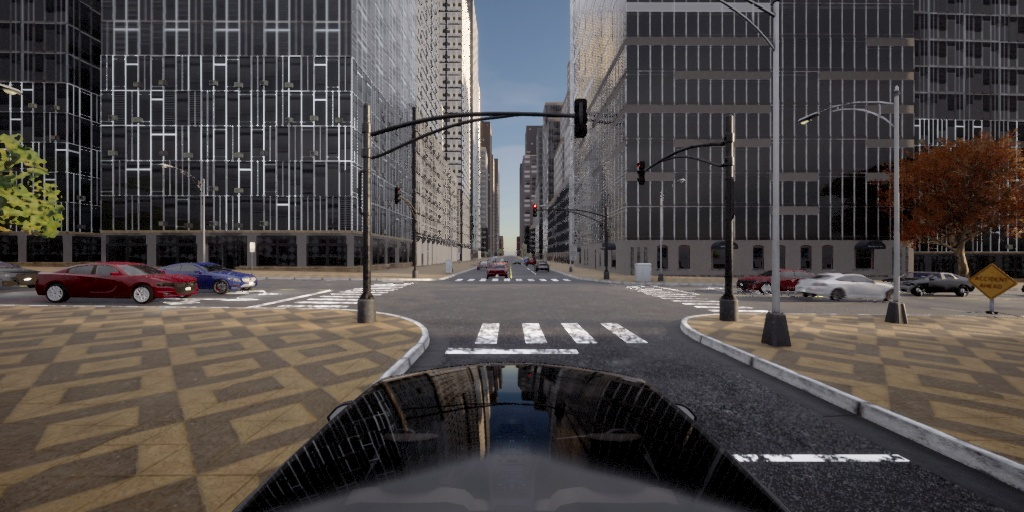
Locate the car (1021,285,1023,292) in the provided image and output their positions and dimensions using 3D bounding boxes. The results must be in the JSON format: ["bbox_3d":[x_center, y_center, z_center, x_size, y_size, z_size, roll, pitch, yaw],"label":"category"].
[{"bbox_3d":[36.279,1.932,23.269,4.892,1.490,1.837,1,0,-3],"label":"car"}]

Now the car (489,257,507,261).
[{"bbox_3d":[-1.622,1.114,48.022,2.097,1.767,4.553,0,0,0],"label":"car"}]

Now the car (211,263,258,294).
[{"bbox_3d":[-14.977,1.026,17.352,4.674,1.442,1.812,1,0,-1],"label":"car"}]

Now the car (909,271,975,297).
[{"bbox_3d":[26.288,1.739,22.796,4.902,1.511,2.128,1,0,-3],"label":"car"}]

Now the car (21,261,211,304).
[{"bbox_3d":[-15.288,0.973,14.080,5.008,1.535,1.882,1,0,-2],"label":"car"}]

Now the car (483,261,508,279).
[{"bbox_3d":[-1.349,1.370,32.227,1.895,1.301,4.718,0,0,-3],"label":"car"}]

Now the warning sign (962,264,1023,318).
[{"bbox_3d":[17.257,1.204,12.900,1.060,1.860,1.300,0,0,-3],"label":"warning sign"}]

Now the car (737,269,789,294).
[{"bbox_3d":[16.718,1.554,22.334,5.008,1.535,1.882,1,0,-3],"label":"car"}]

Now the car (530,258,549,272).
[{"bbox_3d":[3.844,1.329,46.676,1.948,1.339,4.313,0,0,0],"label":"car"}]

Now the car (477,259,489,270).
[{"bbox_3d":[-4.119,1.343,52.154,1.802,1.307,4.207,0,0,0],"label":"car"}]

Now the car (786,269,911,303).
[{"bbox_3d":[17.580,1.618,18.871,4.674,1.442,1.812,1,0,-3],"label":"car"}]

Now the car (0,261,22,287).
[{"bbox_3d":[-24.903,0.882,16.875,4.181,1.385,1.994,1,0,-3],"label":"car"}]
